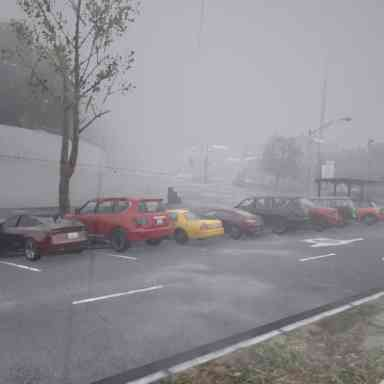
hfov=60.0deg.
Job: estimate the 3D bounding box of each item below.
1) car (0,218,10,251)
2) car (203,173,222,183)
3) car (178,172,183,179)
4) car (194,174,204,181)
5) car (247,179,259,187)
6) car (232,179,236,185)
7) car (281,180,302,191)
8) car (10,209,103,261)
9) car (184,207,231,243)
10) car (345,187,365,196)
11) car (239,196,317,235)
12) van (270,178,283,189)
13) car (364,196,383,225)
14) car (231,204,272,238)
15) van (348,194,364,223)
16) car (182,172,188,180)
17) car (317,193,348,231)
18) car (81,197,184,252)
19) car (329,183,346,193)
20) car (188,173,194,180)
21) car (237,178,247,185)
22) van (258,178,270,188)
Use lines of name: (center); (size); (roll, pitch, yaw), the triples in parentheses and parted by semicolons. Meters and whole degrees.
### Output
car: (-8.290, 1.492, 10.615); (4.892, 1.521, 2.231); (-1, -1, 34)
car: (5.599, -3.176, 82.660); (1.946, 1.575, 5.366); (7, 3, 34)
car: (-1.553, -4.363, 92.200); (2.435, 2.045, 5.566); (1, -1, 34)
car: (3.747, -3.699, 84.919); (2.435, 2.045, 5.566); (7, 3, 34)
car: (14.284, -1.812, 70.372); (1.946, 1.575, 5.366); (7, 3, 35)
car: (10.708, -2.317, 75.153); (2.002, 1.452, 4.674); (7, 3, 35)
car: (19.352, -0.993, 62.810); (2.231, 1.521, 4.892); (7, 3, 35)
car: (-5.871, 1.523, 12.363); (4.792, 1.488, 2.163); (-1, -1, 35)
car: (-1.108, 1.502, 15.938); (5.366, 1.575, 1.946); (-1, -1, 35)
car: (26.258, 0.136, 52.955); (2.002, 1.452, 4.674); (7, 3, 35)
car: (3.924, 1.262, 19.326); (5.566, 2.045, 2.435); (-1, -1, 35)
van: (17.590, -1.491, 65.171); (1.878, 1.987, 4.442); (7, 4, 35)
car: (11.382, 1.402, 24.455); (4.553, 1.767, 2.185); (-1, -1, 35)
car: (1.497, 1.548, 17.567); (4.674, 1.452, 2.002); (-1, -1, 35)
van: (8.974, 1.296, 22.703); (4.442, 1.987, 1.878); (-1, -1, 35)
car: (0.220, -4.085, 89.853); (2.185, 1.767, 4.553); (4, 1, 33)
car: (6.436, 1.266, 21.032); (5.566, 2.045, 2.435); (-1, -1, 35)
car: (-3.427, 1.247, 14.109); (5.566, 2.045, 2.435); (-1, -1, 34)
car: (24.566, -0.427, 55.427); (2.435, 2.045, 5.566); (7, 3, 35)
car: (1.951, -3.851, 87.384); (2.185, 1.767, 4.553); (6, 3, 34)
car: (12.452, -2.044, 72.692); (2.002, 1.452, 4.674); (7, 4, 35)
van: (15.860, -1.764, 67.642); (1.878, 1.987, 4.442); (7, 4, 35)
